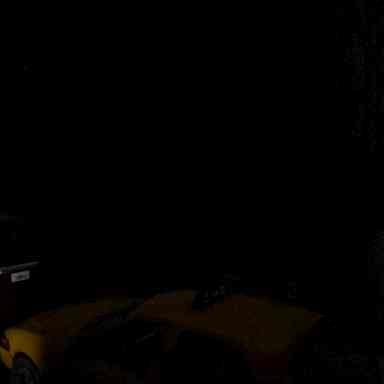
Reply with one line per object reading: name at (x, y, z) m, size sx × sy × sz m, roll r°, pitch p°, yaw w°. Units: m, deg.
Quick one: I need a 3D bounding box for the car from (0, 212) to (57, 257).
car at (-4.445, 1.313, 6.247) m, size 5.009 × 1.841 × 2.192 m, roll 0°, pitch 1°, yaw 36°

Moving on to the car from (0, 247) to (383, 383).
car at (-0.038, 1.525, 3.100) m, size 4.829 × 1.417 × 1.752 m, roll 0°, pitch 1°, yaw 36°
